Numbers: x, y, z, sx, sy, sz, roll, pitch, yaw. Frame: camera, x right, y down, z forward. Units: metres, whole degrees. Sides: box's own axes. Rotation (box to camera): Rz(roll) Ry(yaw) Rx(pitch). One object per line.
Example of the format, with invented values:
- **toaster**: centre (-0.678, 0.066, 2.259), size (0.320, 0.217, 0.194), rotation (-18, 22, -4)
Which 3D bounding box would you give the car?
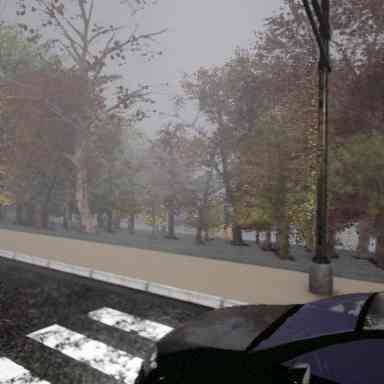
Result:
- **car**: centre (1.508, 1.563, 2.609), size (4.181, 1.385, 1.994), rotation (0, 0, 35)
